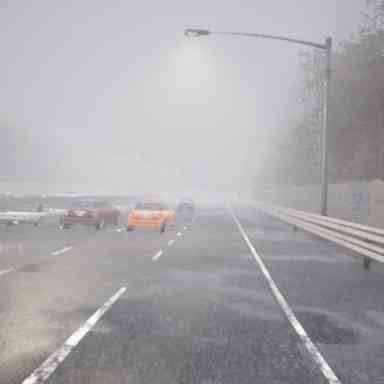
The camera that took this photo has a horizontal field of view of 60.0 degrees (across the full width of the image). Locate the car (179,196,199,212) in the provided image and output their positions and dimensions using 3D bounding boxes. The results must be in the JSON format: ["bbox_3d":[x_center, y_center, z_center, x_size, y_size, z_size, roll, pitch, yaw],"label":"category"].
[{"bbox_3d":[-0.585,1.543,39.152,1.812,1.442,4.674,2,0,5],"label":"car"}]

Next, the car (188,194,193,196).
[{"bbox_3d":[-1.500,1.495,69.202,1.882,1.535,5.008,2,0,5],"label":"car"}]

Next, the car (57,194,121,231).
[{"bbox_3d":[-5.763,1.208,19.782,2.097,1.767,4.553,2,0,5],"label":"car"}]

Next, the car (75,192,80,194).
[{"bbox_3d":[-16.788,1.142,54.832,2.033,1.411,5.357,2,0,5],"label":"car"}]

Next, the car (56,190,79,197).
[{"bbox_3d":[-20.283,0.697,54.912,2.150,2.045,5.566,2,0,5],"label":"car"}]

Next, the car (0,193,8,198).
[{"bbox_3d":[-21.814,0.910,37.854,2.128,1.511,4.902,2,0,5],"label":"car"}]

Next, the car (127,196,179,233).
[{"bbox_3d":[-2.264,1.306,19.638,2.097,1.767,4.553,2,0,5],"label":"car"}]

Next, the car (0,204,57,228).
[{"bbox_3d":[-9.261,1.359,20.034,1.895,1.301,4.718,2,0,5],"label":"car"}]

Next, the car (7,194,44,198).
[{"bbox_3d":[-18.302,1.021,37.839,1.837,1.490,4.892,2,1,6],"label":"car"}]
